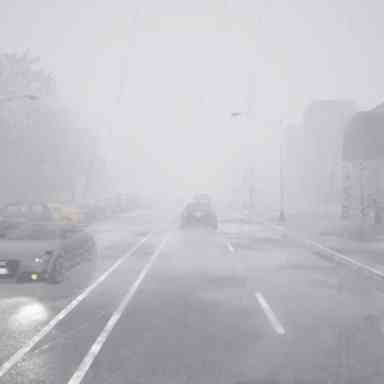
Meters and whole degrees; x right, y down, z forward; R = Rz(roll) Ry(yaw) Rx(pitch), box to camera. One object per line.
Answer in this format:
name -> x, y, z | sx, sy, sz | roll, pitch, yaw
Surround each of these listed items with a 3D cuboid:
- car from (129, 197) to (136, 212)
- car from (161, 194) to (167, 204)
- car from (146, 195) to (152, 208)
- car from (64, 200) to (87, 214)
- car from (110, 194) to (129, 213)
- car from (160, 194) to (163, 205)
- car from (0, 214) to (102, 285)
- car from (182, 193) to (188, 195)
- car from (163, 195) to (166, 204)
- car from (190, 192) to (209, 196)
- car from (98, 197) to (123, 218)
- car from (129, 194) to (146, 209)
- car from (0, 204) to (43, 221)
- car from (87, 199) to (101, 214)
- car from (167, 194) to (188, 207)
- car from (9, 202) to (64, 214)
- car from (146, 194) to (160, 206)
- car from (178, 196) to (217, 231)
car -> -8.599, 1.521, 34.963 | 4.674, 1.452, 2.002 | -1, 0, -17
car -> -7.053, 1.584, 58.634 | 4.674, 1.452, 2.002 | -1, 0, -16
car -> -8.109, 1.539, 43.860 | 4.674, 1.452, 2.002 | -1, 0, -17
car -> -9.164, 1.468, 20.114 | 5.008, 1.535, 2.097 | -1, 0, -19
car -> -8.704, 1.350, 31.997 | 4.553, 1.767, 2.185 | -1, 0, -18
car -> -7.511, 1.565, 52.750 | 4.674, 1.452, 2.002 | -1, 0, -16
car -> -4.154, 1.550, 9.310 | 1.994, 1.385, 4.181 | 0, 0, 1
car -> -4.612, 1.554, 85.203 | 5.366, 1.575, 1.946 | -1, 0, -14
car -> -7.270, 1.575, 55.695 | 4.674, 1.452, 2.002 | 0, -1, -15
car -> 1.244, 1.218, 39.604 | 2.150, 2.045, 5.566 | 0, 0, 3
car -> -8.871, 1.474, 29.028 | 4.892, 1.521, 2.231 | -1, 0, -18
car -> -8.476, 1.235, 37.915 | 5.566, 2.045, 2.435 | -1, 0, -17
car -> -9.325, 1.470, 14.178 | 5.008, 1.535, 2.097 | -1, 0, -19
car -> -9.049, 1.498, 23.095 | 4.792, 1.488, 2.163 | -1, 0, -18
car -> -2.253, 1.510, 52.504 | 1.882, 1.535, 5.008 | 0, -1, 5
car -> -9.219, 1.342, 17.149 | 4.553, 1.767, 2.185 | -1, 0, -19
car -> -7.743, 1.501, 46.878 | 5.366, 1.575, 1.946 | -1, 0, -16
car -> 0.450, 1.331, 20.749 | 2.097, 1.767, 4.553 | 0, 0, 2
